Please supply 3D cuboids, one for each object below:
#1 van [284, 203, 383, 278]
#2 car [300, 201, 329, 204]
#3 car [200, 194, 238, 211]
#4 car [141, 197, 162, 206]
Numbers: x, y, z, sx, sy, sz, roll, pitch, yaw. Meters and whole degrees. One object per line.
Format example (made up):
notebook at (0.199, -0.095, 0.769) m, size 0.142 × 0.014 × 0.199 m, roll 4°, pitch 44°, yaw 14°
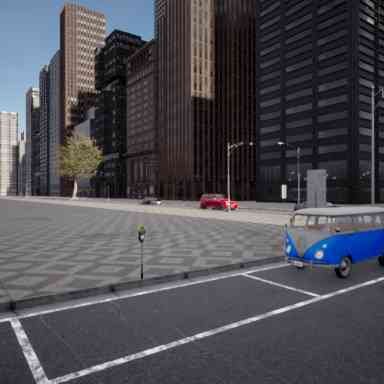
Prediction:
van at (4.463, 1.341, 9.836) m, size 3.998 × 1.788 × 1.690 m, roll 0°, pitch 0°, yaw -36°
car at (11.543, 1.535, 30.066) m, size 2.128 × 1.511 × 4.902 m, roll 0°, pitch 0°, yaw -36°
car at (3.242, 1.300, 41.603) m, size 2.150 × 2.045 × 5.566 m, roll 0°, pitch 0°, yaw -36°
car at (-6.751, 1.616, 55.615) m, size 2.128 × 1.511 × 4.902 m, roll 0°, pitch 0°, yaw -35°
